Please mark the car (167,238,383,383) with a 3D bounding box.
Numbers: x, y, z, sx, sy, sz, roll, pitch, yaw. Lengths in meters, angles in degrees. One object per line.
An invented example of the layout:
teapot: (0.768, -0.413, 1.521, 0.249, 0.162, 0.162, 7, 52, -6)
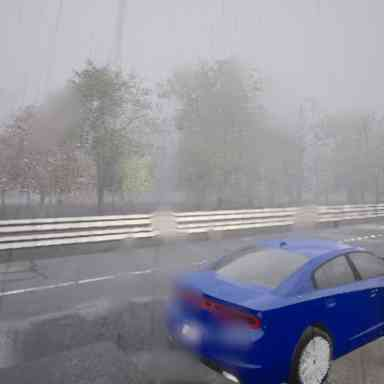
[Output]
car: (1.997, 1.479, 5.297, 5.008, 1.535, 1.882, 0, 0, -35)
